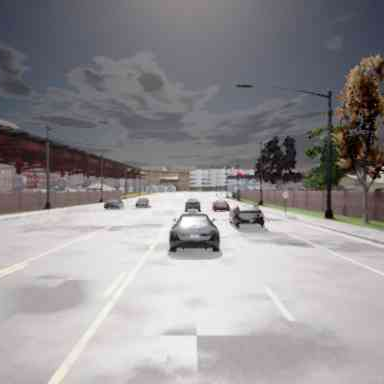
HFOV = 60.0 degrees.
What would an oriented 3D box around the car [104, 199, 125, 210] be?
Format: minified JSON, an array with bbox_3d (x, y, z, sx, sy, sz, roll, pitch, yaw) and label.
[{"bbox_3d":[-10.547,1.631,45.444,2.033,1.411,5.357,0,0,1],"label":"car"}]

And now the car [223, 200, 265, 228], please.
[{"bbox_3d":[3.595,1.534,22.352,2.128,1.511,4.902,0,0,0],"label":"car"}]

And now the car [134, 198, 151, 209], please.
[{"bbox_3d":[-7.063,1.593,48.042,1.837,1.490,4.892,0,0,1],"label":"car"}]

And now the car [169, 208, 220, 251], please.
[{"bbox_3d":[0.097,1.590,14.175,1.994,1.385,4.181,0,0,0],"label":"car"}]

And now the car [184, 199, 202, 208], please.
[{"bbox_3d":[0.093,1.581,40.783,1.837,1.490,4.892,0,0,0],"label":"car"}]

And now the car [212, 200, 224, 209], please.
[{"bbox_3d":[3.592,1.642,42.317,1.994,1.385,4.181,0,0,0],"label":"car"}]
